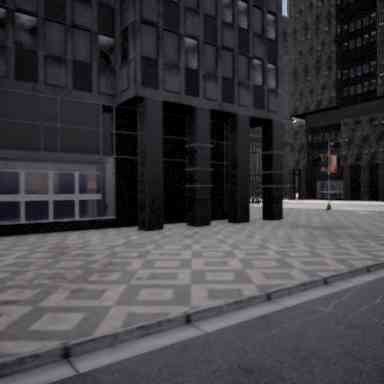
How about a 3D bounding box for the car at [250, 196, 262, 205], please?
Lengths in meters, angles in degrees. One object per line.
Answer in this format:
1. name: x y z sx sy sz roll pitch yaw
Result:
1. car: 9.547 1.340 54.523 1.994 1.385 4.181 -1 0 -35
